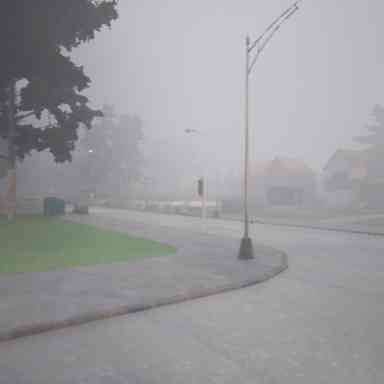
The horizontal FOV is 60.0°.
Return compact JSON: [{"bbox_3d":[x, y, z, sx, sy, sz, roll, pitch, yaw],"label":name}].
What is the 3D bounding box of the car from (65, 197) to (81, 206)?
[{"bbox_3d":[-21.532,1.699,60.208,1.812,1.442,4.674,1,0,-36],"label":"car"}]
